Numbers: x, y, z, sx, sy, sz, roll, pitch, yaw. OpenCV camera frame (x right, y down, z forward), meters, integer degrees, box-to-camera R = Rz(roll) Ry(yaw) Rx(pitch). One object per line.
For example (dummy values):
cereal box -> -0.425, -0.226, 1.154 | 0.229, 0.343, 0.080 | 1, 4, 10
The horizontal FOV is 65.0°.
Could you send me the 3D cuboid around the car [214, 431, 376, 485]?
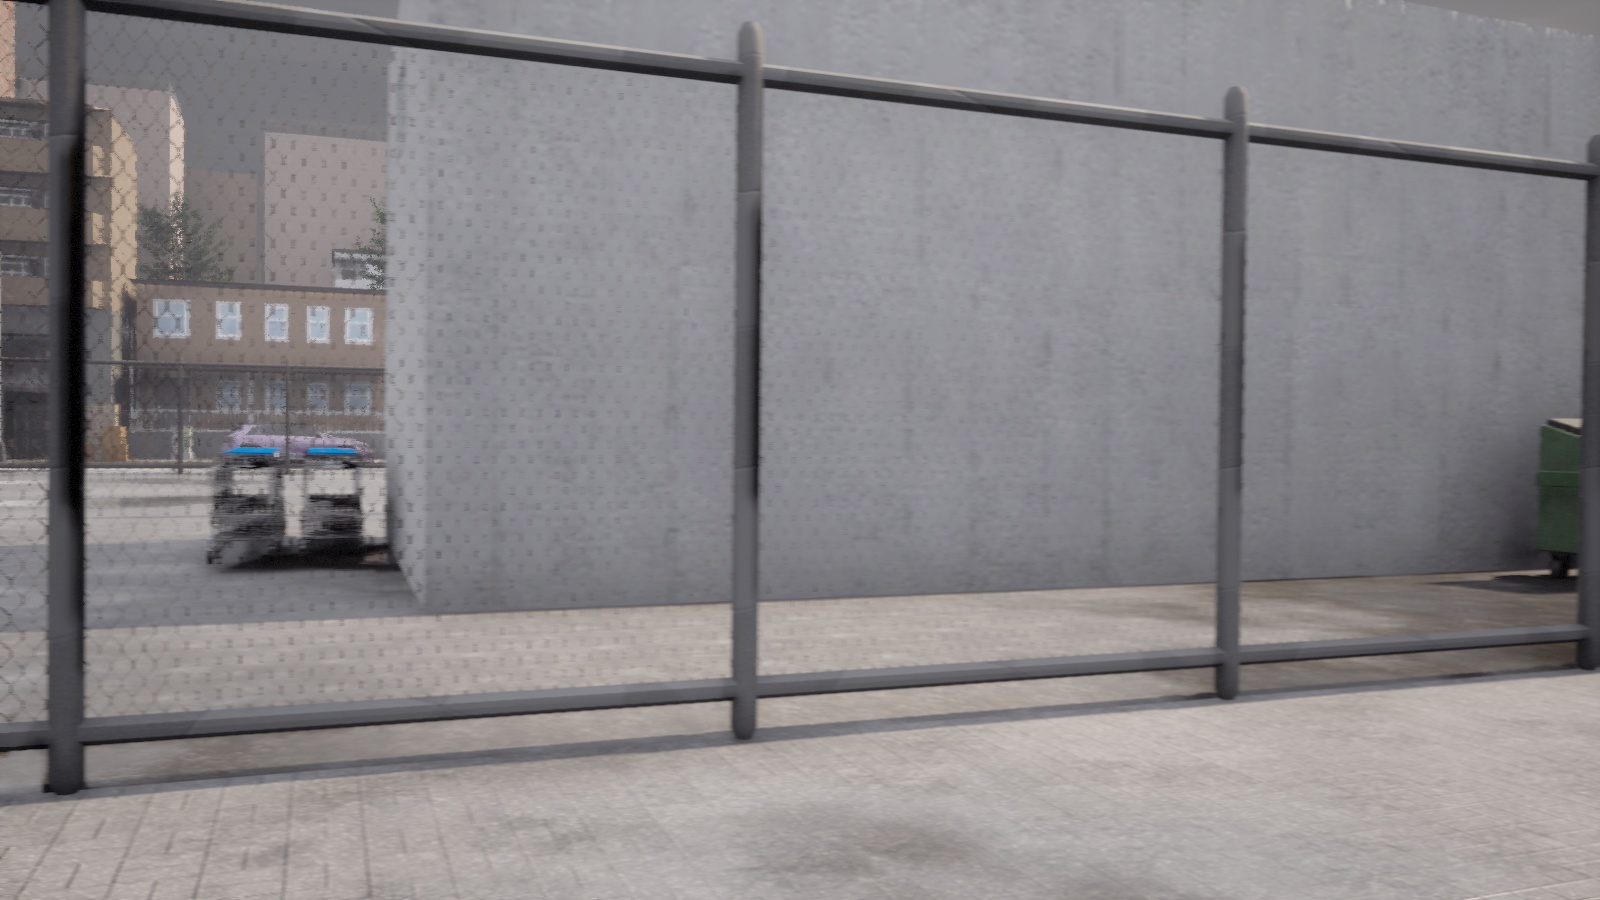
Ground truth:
car -> -16.666, 0.230, 41.676 | 4.856, 1.649, 2.033 | -1, 1, -19
